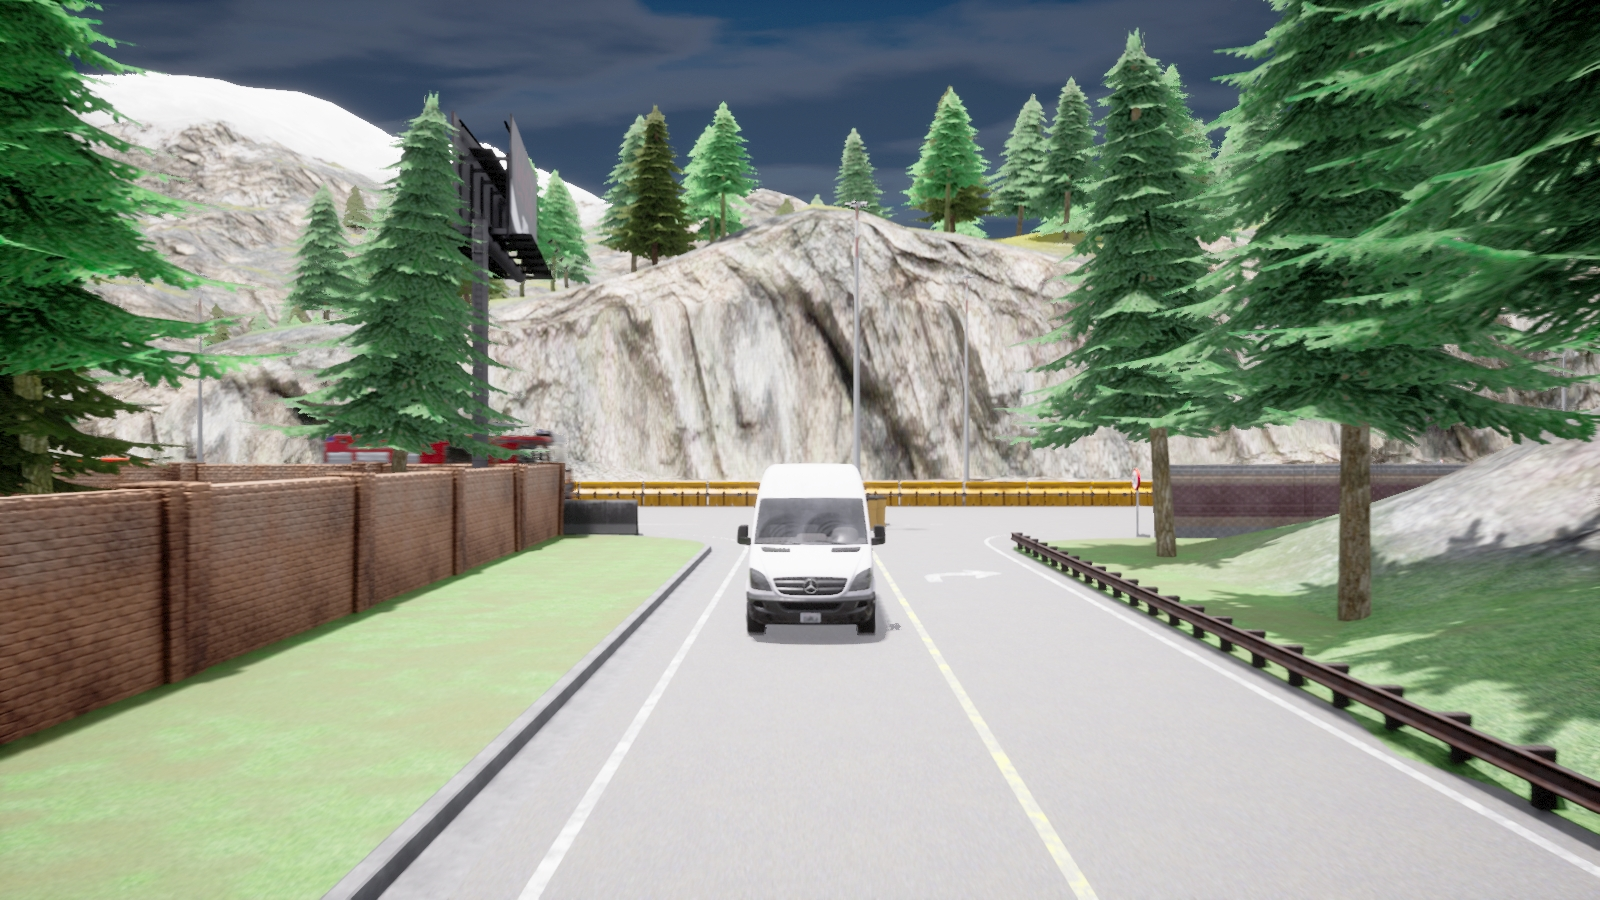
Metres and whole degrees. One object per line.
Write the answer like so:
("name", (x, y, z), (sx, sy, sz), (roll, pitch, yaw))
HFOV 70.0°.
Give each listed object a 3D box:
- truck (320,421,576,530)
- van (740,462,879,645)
("truck", (-12.689, 0.897, 41.714), (8.468, 3.827, 2.891), (0, 0, 0))
("van", (0.199, 1.518, 19.345), (1.988, 2.561, 5.915), (0, 0, 1))
